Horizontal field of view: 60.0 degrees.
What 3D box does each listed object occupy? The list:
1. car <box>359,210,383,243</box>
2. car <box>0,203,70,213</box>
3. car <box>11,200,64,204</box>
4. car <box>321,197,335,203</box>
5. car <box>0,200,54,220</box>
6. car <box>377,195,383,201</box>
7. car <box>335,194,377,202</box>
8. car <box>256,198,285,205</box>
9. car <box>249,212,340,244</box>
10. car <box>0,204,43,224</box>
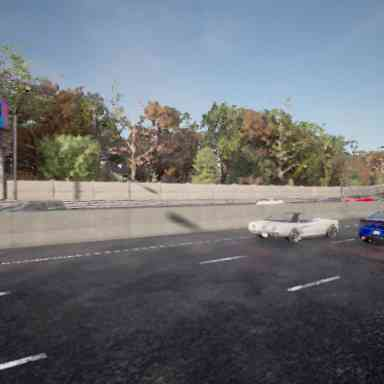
[{"bbox_3d":[9.394,1.482,14.747,5.008,1.535,1.882,0,0,-36],"label":"car"},{"bbox_3d":[-9.360,1.563,18.812,4.181,1.385,1.994,0,0,-35],"label":"car"},{"bbox_3d":[-10.546,1.351,22.264,4.553,1.767,2.097,0,0,-35],"label":"car"},{"bbox_3d":[20.809,1.558,48.884,4.892,1.490,1.837,0,0,-35],"label":"car"},{"bbox_3d":[-14.465,1.490,28.067,4.902,1.511,2.128,0,0,-35],"label":"car"},{"bbox_3d":[26.429,1.279,44.293,5.566,2.045,2.150,0,0,-35],"label":"car"},{"bbox_3d":[22.764,1.275,45.993,5.566,2.045,2.150,0,0,-35],"label":"car"},{"bbox_3d":[10.890,1.558,46.123,4.674,1.442,1.812,0,0,-35],"label":"car"},{"bbox_3d":[5.015,1.603,15.924,4.718,1.301,1.895,0,0,-36],"label":"car"},{"bbox_3d":[-13.635,1.600,24.362,4.718,1.301,1.895,0,0,-35],"label":"car"}]
